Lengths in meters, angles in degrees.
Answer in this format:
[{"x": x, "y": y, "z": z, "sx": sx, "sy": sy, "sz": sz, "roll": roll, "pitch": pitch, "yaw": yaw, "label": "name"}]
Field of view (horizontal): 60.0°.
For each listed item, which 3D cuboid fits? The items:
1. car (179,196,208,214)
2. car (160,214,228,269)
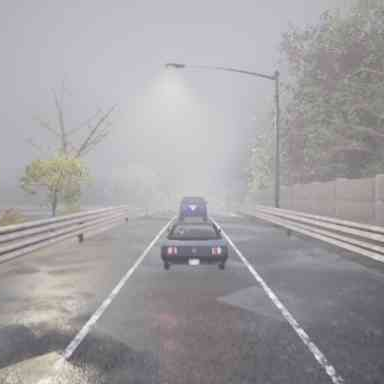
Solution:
[{"x": 0.106, "y": 1.352, "z": 27.242, "sx": 2.150, "sy": 2.045, "sz": 5.566, "roll": 0, "pitch": -1, "yaw": 0, "label": "car"}, {"x": 0.077, "y": 1.631, "z": 11.283, "sx": 1.895, "sy": 1.301, "sz": 4.718, "roll": 0, "pitch": 0, "yaw": 0, "label": "car"}]
